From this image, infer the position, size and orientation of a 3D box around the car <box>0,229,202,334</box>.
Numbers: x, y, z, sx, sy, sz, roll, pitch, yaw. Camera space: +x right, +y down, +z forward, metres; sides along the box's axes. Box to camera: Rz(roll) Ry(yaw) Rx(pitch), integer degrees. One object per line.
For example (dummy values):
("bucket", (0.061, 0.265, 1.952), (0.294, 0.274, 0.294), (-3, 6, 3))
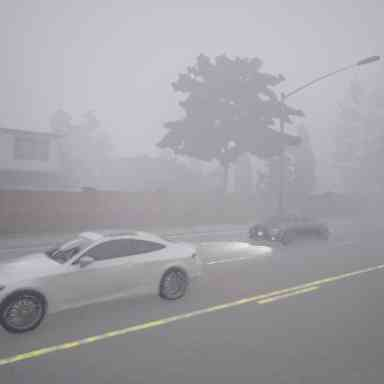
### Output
("car", (-1.925, 1.546, 6.909), (4.674, 1.442, 1.812), (1, 0, -35))

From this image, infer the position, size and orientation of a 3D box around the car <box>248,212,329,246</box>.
("car", (4.652, 1.675, 15.845), (4.181, 1.385, 1.994), (1, 0, -35))
